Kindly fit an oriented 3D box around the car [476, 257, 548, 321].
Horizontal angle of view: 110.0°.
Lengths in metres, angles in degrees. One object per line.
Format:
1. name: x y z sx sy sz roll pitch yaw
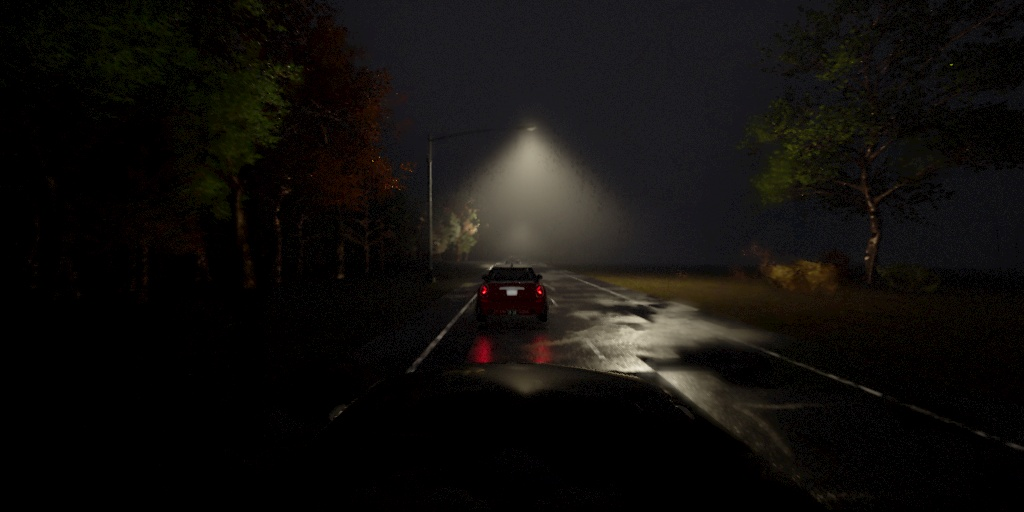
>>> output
1. car: -0.001 1.049 12.310 2.097 1.767 4.553 0 0 0
